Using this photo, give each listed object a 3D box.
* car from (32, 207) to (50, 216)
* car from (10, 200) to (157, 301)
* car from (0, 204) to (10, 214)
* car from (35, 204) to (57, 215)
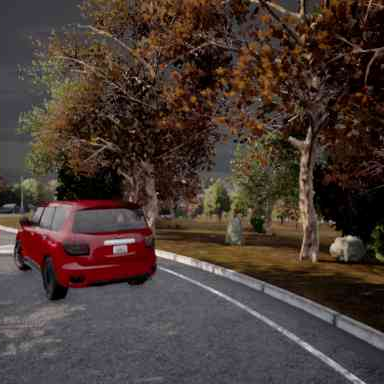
[{"bbox_3d":[-28.610,3.700,63.313,1.837,1.490,4.892,0,-5,-8],"label":"car"},{"bbox_3d":[-3.019,1.221,8.697,2.150,2.045,5.566,0,0,-37],"label":"car"},{"bbox_3d":[-26.664,2.528,49.027,1.837,1.490,4.892,0,-3,-7],"label":"car"},{"bbox_3d":[-23.664,2.881,54.097,2.128,1.511,4.902,0,-5,-8],"label":"car"}]
